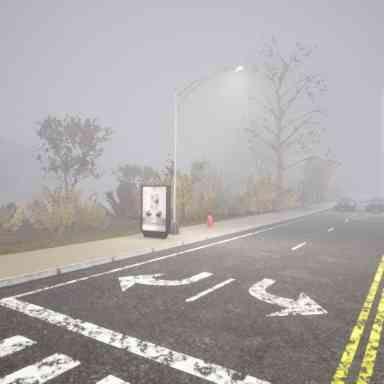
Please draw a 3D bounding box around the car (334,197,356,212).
[{"bbox_3d":[18.438,1.390,39.950,2.097,1.767,4.553,0,0,30],"label":"car"}]

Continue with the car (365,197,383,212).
[{"bbox_3d":[21.253,1.393,38.326,2.097,1.767,4.553,0,0,30],"label":"car"}]
